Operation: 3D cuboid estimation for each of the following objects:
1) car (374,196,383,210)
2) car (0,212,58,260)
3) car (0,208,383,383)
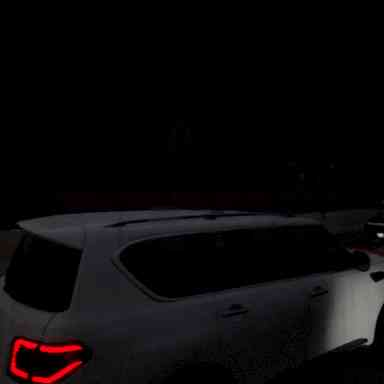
[{"bbox_3d":[26.386,1.495,44.280,4.553,1.767,2.097,0,0,-35],"label":"car"},{"bbox_3d":[-7.661,1.549,11.425,5.357,1.411,2.033,0,0,-35],"label":"car"},{"bbox_3d":[0.600,1.230,4.172,5.566,2.045,2.150,0,0,-35],"label":"car"}]
